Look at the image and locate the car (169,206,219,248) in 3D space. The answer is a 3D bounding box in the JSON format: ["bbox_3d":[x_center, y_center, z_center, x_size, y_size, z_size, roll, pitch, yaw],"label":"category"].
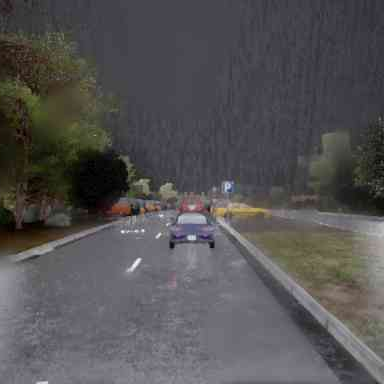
[{"bbox_3d":[0.000,1.551,14.675,1.812,1.442,4.674,0,0,0],"label":"car"}]

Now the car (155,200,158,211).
[{"bbox_3d":[-8.534,2.495,54.096,5.008,1.535,2.097,0,-2,0],"label":"car"}]

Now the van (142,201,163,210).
[{"bbox_3d":[-8.656,3.007,73.464,4.442,1.987,1.878,0,-3,0],"label":"van"}]

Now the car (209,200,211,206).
[{"bbox_3d":[4.535,1.837,34.495,4.892,1.521,2.231,0,-2,0],"label":"car"}]

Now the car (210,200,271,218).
[{"bbox_3d":[4.726,1.760,31.727,5.366,1.575,1.946,0,-2,0],"label":"car"}]

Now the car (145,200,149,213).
[{"bbox_3d":[-8.533,2.109,43.021,4.892,1.521,2.231,0,-2,0],"label":"car"}]

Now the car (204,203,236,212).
[{"bbox_3d":[4.535,2.488,53.910,5.008,1.535,2.097,0,-2,0],"label":"car"}]

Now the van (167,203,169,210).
[{"bbox_3d":[-8.656,3.706,87.172,4.442,1.987,1.878,0,-3,0],"label":"van"}]

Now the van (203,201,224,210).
[{"bbox_3d":[4.657,3.000,73.320,4.442,1.987,1.878,0,-3,0],"label":"van"}]

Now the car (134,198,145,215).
[{"bbox_3d":[-8.567,1.672,37.497,5.566,2.045,2.435,0,-2,0],"label":"car"}]

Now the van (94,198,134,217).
[{"bbox_3d":[-8.657,1.613,34.605,4.442,1.987,1.878,0,-2,0],"label":"van"}]

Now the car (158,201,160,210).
[{"bbox_3d":[-8.533,2.592,56.865,4.892,1.521,2.231,0,-2,0],"label":"car"}]

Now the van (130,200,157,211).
[{"bbox_3d":[-8.656,2.462,59.641,4.442,1.987,1.878,0,-2,0],"label":"van"}]

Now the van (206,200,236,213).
[{"bbox_3d":[4.424,2.166,51.143,4.442,1.987,1.878,0,-2,0],"label":"van"}]

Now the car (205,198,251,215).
[{"bbox_3d":[4.569,1.850,42.820,5.566,2.045,2.435,0,-2,0],"label":"car"}]

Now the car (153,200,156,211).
[{"bbox_3d":[-8.534,2.394,51.202,5.008,1.535,2.097,0,-2,0],"label":"car"}]

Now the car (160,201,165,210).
[{"bbox_3d":[-8.355,2.782,62.403,5.366,1.575,1.946,0,-2,0],"label":"car"}]

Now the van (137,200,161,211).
[{"bbox_3d":[-8.422,2.656,65.177,4.442,1.987,1.878,0,-2,0],"label":"van"}]

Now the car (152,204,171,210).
[{"bbox_3d":[-8.534,4.220,92.819,5.008,1.535,2.097,0,-3,0],"label":"car"}]

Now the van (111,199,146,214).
[{"bbox_3d":[-8.656,1.979,45.798,4.442,1.987,1.878,0,-2,0],"label":"van"}]

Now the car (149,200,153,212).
[{"bbox_3d":[-8.508,2.176,48.563,4.553,1.767,2.185,0,-2,0],"label":"car"}]

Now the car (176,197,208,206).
[{"bbox_3d":[0.000,1.496,29.724,2.150,2.045,5.566,0,-1,0],"label":"car"}]

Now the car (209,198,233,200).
[{"bbox_3d":[4.509,1.882,40.046,4.553,1.767,2.185,0,-2,0],"label":"car"}]

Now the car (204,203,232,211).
[{"bbox_3d":[4.570,2.712,59.456,4.792,1.488,2.163,0,-2,0],"label":"car"}]

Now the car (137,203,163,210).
[{"bbox_3d":[-8.544,2.978,67.938,5.008,1.535,2.097,0,-2,0],"label":"car"}]

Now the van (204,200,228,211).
[{"bbox_3d":[4.657,2.650,65.015,4.442,1.987,1.878,0,-2,0],"label":"van"}]

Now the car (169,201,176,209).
[{"bbox_3d":[-3.499,3.160,77.440,2.150,2.045,5.566,0,-3,0],"label":"car"}]
